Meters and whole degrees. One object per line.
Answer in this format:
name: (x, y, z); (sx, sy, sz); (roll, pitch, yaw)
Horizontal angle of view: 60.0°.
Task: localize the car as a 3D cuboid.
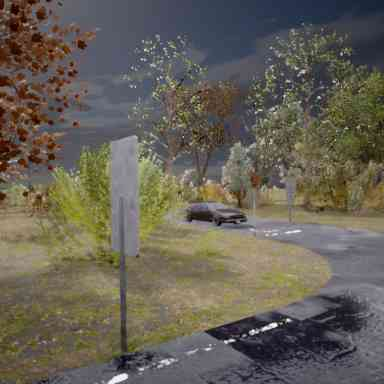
car: (1.196, 1.338, 21.882); (2.033, 1.411, 5.357); (-1, 1, -35)
